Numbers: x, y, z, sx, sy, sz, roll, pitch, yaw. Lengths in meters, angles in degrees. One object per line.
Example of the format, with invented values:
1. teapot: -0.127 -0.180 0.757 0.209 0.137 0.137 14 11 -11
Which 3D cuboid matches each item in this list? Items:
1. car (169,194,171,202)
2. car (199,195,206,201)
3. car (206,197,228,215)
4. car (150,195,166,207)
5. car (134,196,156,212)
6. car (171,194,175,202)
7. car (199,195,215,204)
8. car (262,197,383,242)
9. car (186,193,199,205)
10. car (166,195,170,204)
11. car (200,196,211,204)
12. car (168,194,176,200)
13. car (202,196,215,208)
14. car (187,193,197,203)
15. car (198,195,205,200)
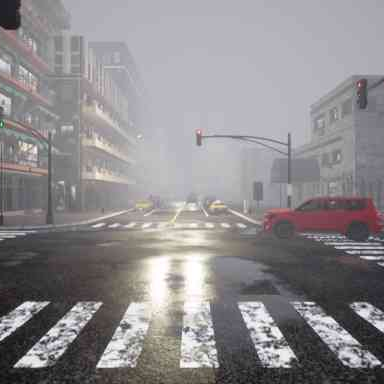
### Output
1. car: -5.692 1.584 66.895 1.752 1.417 4.829 0 0 0
2. car: 2.687 1.628 89.393 1.752 1.417 4.829 0 0 0
3. car: 2.691 1.543 34.001 1.752 1.417 4.829 0 0 0
4. car: -5.690 1.349 50.448 2.192 1.841 5.009 0 0 0
5. car: -5.691 1.547 39.199 1.752 1.417 4.829 0 0 0
6. car: -5.693 1.624 78.144 1.887 1.381 4.507 0 0 0
7. car: 2.690 1.349 50.449 2.192 1.841 5.009 0 0 0
8. car: 6.313 1.260 16.521 5.566 2.045 2.150 0 0 11
9. car: -0.004 1.400 60.607 2.097 1.767 4.553 0 0 0
10. car: -5.692 1.600 61.526 2.008 1.369 4.403 0 0 0
11. car: 2.688 1.609 67.066 2.008 1.369 4.403 0 0 0
12. car: -5.694 1.430 94.762 2.192 1.841 5.009 0 0 0
13. car: 2.690 1.609 44.909 1.802 1.307 4.206 0 0 0
14. car: -0.004 1.179 70.670 2.150 2.045 5.566 0 0 0
15. car: 2.686 1.665 94.762 2.008 1.369 4.403 0 0 0
